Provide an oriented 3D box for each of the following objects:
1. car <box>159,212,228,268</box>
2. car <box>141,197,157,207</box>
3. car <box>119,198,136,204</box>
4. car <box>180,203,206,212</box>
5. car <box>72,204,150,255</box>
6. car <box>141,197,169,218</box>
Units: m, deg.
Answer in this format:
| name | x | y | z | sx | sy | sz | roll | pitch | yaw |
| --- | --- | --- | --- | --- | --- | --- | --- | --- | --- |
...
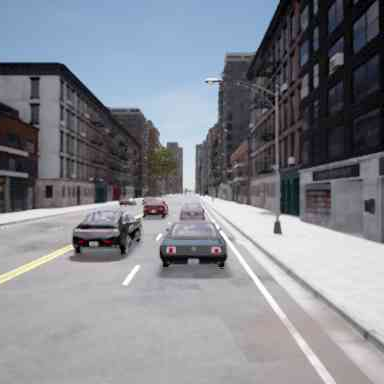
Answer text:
| name | x | y | z | sx | sy | sz | roll | pitch | yaw |
| --- | --- | --- | --- | --- | --- | --- | --- | --- | --- |
| car | 0.058 | 1.580 | 11.111 | 1.895 | 1.301 | 4.718 | 0 | 0 | 0 |
| car | -6.569 | 1.454 | 50.729 | 1.812 | 1.442 | 4.674 | 0 | 0 | 0 |
| car | -9.819 | 1.529 | 50.955 | 1.895 | 1.301 | 4.718 | 0 | 0 | 0 |
| car | 0.048 | 1.504 | 24.510 | 2.033 | 1.411 | 5.357 | 0 | 0 | 0 |
| car | -3.175 | 1.467 | 13.242 | 2.128 | 1.511 | 4.902 | 0 | 0 | 0 |
| car | -3.166 | 1.427 | 29.810 | 1.882 | 1.535 | 5.008 | 0 | 0 | 0 |
